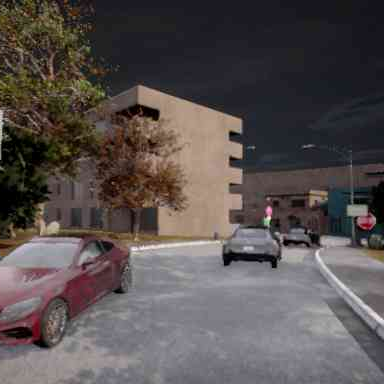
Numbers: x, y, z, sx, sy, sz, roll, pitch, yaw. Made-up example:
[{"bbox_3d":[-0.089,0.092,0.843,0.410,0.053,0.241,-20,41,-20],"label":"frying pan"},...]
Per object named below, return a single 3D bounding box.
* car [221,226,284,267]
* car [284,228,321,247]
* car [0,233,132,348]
[{"bbox_3d":[2.434,2.006,13.002,1.994,1.385,4.181,-1,-5,16],"label":"car"},{"bbox_3d":[8.434,3.433,25.445,1.994,1.385,4.181,-2,-7,34],"label":"car"},{"bbox_3d":[-2.612,1.586,6.565,1.812,1.442,4.674,0,-2,9],"label":"car"}]
